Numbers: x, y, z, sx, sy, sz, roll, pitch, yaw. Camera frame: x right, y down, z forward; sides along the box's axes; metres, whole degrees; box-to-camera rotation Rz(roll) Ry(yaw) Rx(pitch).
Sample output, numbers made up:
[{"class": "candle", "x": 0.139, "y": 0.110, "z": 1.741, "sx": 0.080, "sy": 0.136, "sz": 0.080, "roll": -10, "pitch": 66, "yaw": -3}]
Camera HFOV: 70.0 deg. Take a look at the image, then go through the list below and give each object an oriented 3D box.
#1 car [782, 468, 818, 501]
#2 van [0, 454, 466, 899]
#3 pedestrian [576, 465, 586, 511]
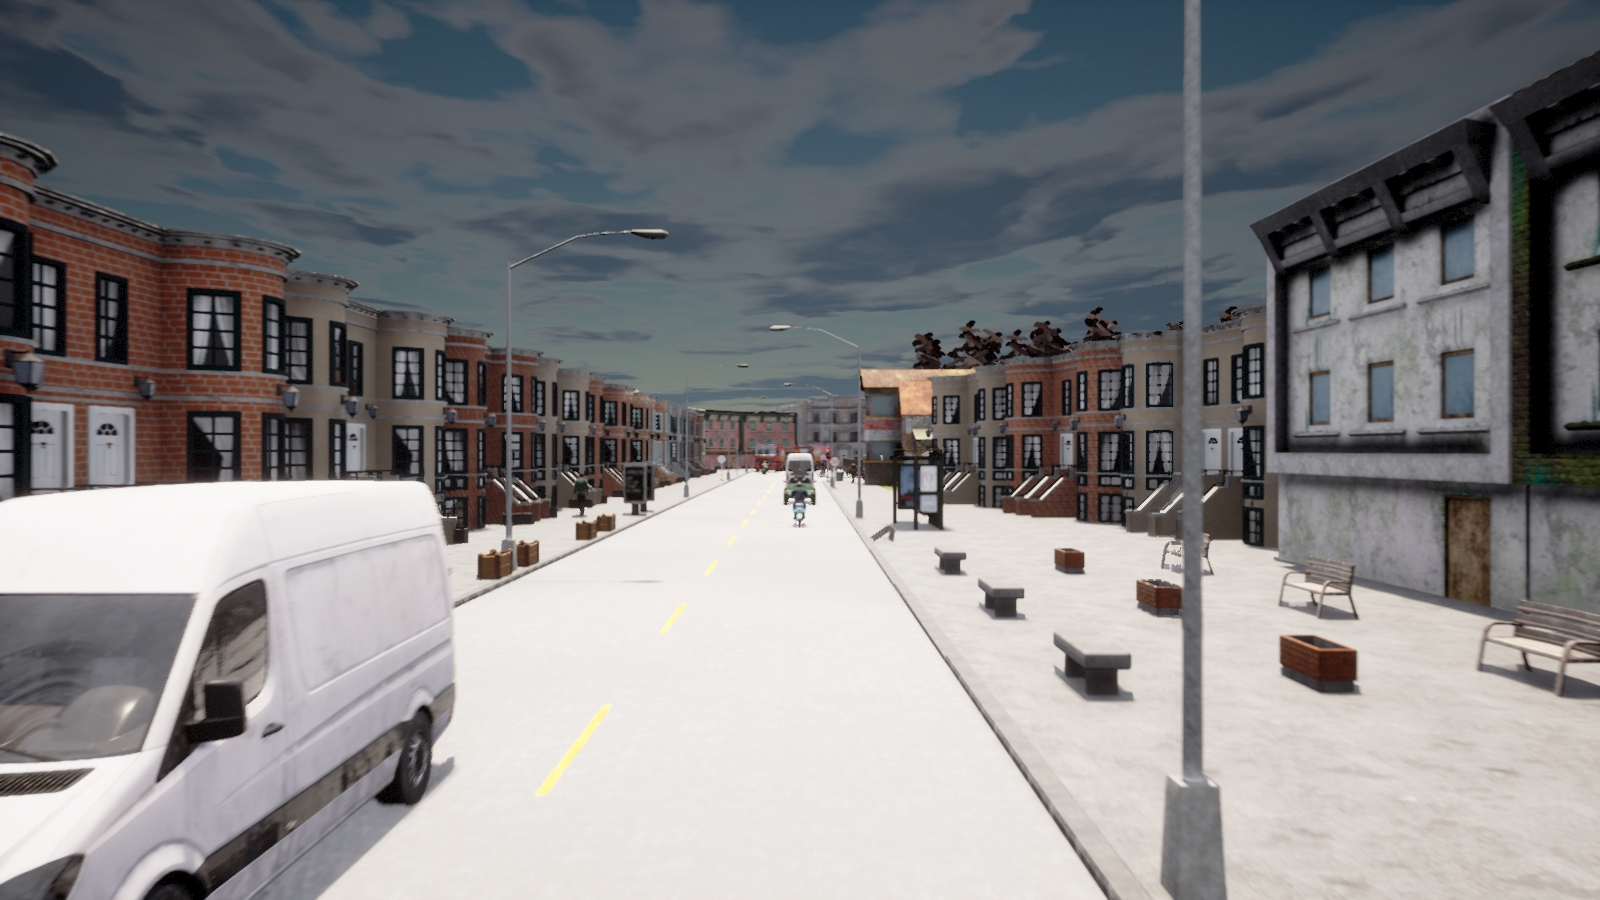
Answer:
[{"class": "car", "x": -0.017, "y": 1.792, "z": 60.502, "sx": 1.851, "sy": 1.617, "sz": 3.988, "roll": 0, "pitch": 0, "yaw": 0}, {"class": "van", "x": -4.011, "y": 1.316, "z": 7.385, "sx": 1.988, "sy": 2.561, "sz": 5.915, "roll": 0, "pitch": 0, "yaw": 0}, {"class": "pedestrian", "x": -8.877, "y": 1.534, "z": 46.317, "sx": 0.375, "sy": 1.860, "sz": 0.375, "roll": 0, "pitch": 0, "yaw": -2}]
